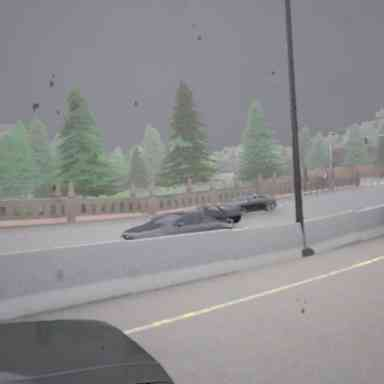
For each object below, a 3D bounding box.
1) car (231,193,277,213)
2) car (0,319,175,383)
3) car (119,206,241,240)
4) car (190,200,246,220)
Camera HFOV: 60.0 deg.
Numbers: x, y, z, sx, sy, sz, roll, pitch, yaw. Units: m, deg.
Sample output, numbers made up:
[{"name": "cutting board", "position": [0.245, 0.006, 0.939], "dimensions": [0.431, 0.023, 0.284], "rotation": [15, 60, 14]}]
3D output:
[{"name": "car", "position": [4.042, 0.873, 24.061], "dimensions": [4.902, 1.511, 2.128], "rotation": [-5, 3, -35]}, {"name": "car", "position": [-2.653, 1.545, 1.853], "dimensions": [5.357, 1.411, 2.033], "rotation": [0, 0, -36]}, {"name": "car", "position": [-0.528, 1.461, 12.210], "dimensions": [4.181, 1.385, 1.994], "rotation": [-2, 1, -35]}, {"name": "car", "position": [0.259, 1.377, 17.069], "dimensions": [4.718, 1.301, 1.895], "rotation": [-3, 2, -35]}]
